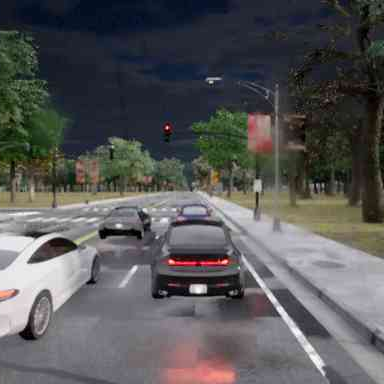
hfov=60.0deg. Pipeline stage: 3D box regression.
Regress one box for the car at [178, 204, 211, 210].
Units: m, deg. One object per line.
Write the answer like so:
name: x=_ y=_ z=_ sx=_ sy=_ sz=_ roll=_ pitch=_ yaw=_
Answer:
car: x=0.134 y=1.338 z=17.279 sx=1.812 sy=1.442 sz=4.674 roll=0 pitch=1 yaw=0

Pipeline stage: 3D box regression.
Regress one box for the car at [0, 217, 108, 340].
car: x=-3.138 y=1.456 z=6.262 sx=1.812 sy=1.442 sz=4.674 roll=0 pitch=1 yaw=0

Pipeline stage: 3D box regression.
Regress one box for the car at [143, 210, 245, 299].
car: x=0.117 y=1.414 z=8.207 sx=1.837 sy=1.490 sz=4.892 roll=0 pitch=1 yaw=0

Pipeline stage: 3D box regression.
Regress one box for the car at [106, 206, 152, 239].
car: x=-3.118 y=1.387 z=16.205 sx=1.994 sy=1.385 sz=4.181 roll=0 pitch=1 yaw=0
